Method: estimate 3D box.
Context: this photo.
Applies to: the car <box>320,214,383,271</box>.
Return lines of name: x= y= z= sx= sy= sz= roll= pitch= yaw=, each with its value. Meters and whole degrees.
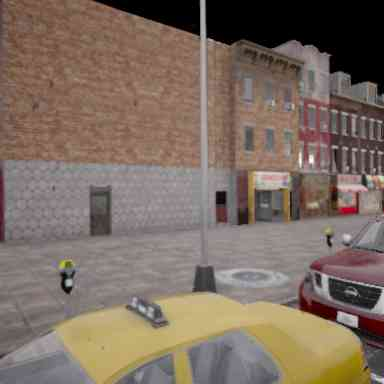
car: x=4.015 y=1.268 z=5.671 sx=5.009 sy=1.841 sz=2.192 roll=-1 pitch=0 yaw=-35

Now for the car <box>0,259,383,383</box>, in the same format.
car: x=-0.563 y=1.519 z=2.411 sx=4.829 sy=1.417 sz=1.752 roll=-1 pitch=0 yaw=-35
